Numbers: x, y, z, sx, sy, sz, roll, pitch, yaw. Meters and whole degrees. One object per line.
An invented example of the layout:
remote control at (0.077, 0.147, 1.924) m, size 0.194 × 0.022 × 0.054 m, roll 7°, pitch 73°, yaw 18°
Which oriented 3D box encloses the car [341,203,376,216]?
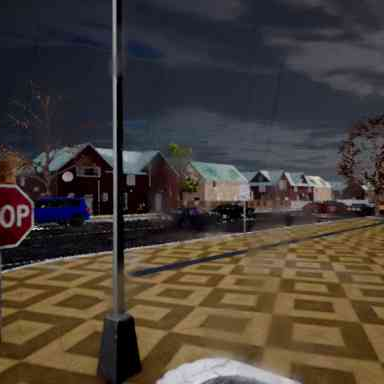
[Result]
car at (20.427, 2.090, 40.317) m, size 2.033 × 1.411 × 5.357 m, roll -1°, pitch -1°, yaw 43°

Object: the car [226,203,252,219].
car at (3.374, 1.869, 32.004) m, size 1.837 × 1.490 × 4.892 m, roll -1°, pitch -1°, yaw 43°

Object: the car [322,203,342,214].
car at (19.391, 2.123, 43.970) m, size 1.812 × 1.442 × 4.674 m, roll -1°, pitch -1°, yaw 43°

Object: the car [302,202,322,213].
car at (17.109, 2.127, 46.418) m, size 1.882 × 1.535 × 5.008 m, roll -1°, pitch -1°, yaw 43°

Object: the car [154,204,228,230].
car at (-0.129, 1.773, 23.270) m, size 2.033 × 1.411 × 5.357 m, roll -1°, pitch -1°, yaw 43°

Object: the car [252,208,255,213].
car at (5.293, 2.072, 38.763) m, size 1.895 × 1.301 × 4.718 m, roll -1°, pitch -1°, yaw 43°

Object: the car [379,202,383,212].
car at (28.553, 2.190, 48.933) m, size 1.882 × 1.535 × 5.008 m, roll -1°, pitch -1°, yaw 43°

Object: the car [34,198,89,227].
car at (-9.817, 1.418, 22.769) m, size 2.150 × 2.045 × 5.566 m, roll -1°, pitch -1°, yaw 43°
